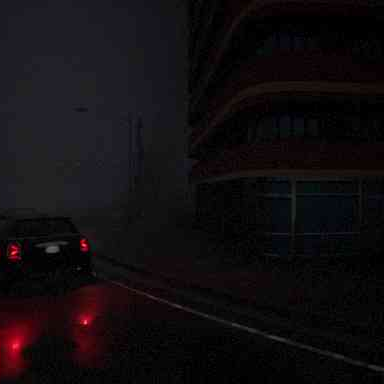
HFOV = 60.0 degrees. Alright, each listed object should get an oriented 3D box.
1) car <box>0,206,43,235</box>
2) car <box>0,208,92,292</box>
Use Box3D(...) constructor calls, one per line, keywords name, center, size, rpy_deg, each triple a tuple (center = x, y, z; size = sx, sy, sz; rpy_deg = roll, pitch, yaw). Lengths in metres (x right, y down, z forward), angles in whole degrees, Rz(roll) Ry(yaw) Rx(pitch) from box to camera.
Box3D(name="car", center=(-10.163, 1.601, 19.932), size=(1.895, 1.301, 4.718), rpy_deg=(0, 0, -20))
Box3D(name="car", center=(-4.595, 1.352, 9.314), size=(2.097, 1.767, 4.553), rpy_deg=(0, 0, -40))
